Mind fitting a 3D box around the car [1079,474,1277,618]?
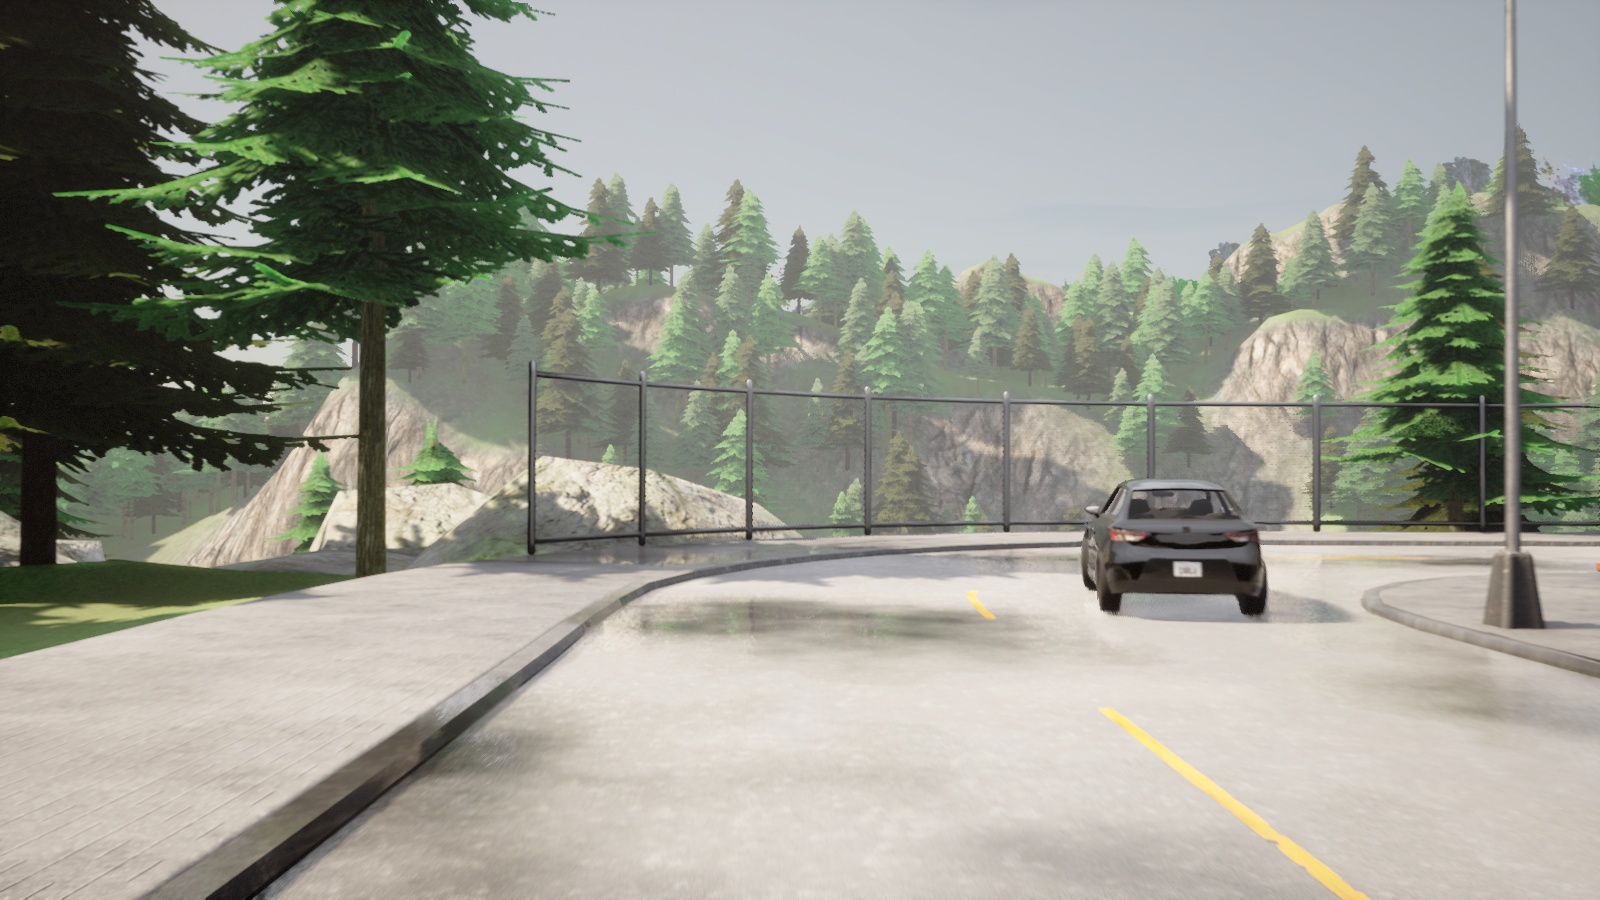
[{"bbox_3d":[4.409,1.044,15.239,1.816,1.474,4.193,-1,-1,10],"label":"car"}]
